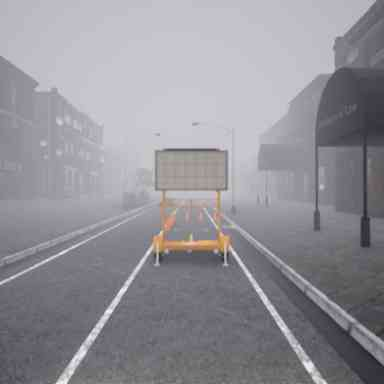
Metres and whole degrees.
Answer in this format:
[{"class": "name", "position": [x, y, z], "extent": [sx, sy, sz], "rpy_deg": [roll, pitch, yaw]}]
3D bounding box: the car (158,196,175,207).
[{"class": "car", "position": [-3.229, 1.218, 42.678], "extent": [1.895, 1.301, 4.718], "rpy_deg": [0, 0, 0]}]

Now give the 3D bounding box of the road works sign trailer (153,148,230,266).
[{"class": "road works sign trailer", "position": [-0.019, 0.353, 11.086], "extent": [2.380, 3.560, 2.880], "rpy_deg": [0, 1, 0]}]
